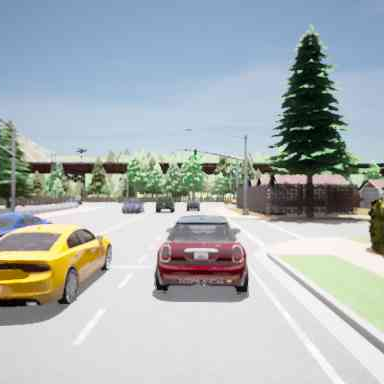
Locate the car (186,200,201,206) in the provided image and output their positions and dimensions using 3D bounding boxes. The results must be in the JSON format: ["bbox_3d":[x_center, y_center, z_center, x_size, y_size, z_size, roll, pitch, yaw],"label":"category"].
[{"bbox_3d":[0.176,1.866,46.389,1.837,1.490,4.892,0,0,1],"label":"car"}]

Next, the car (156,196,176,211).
[{"bbox_3d":[-3.345,1.552,42.319,2.150,2.045,5.566,0,0,0],"label":"car"}]

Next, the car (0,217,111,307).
[{"bbox_3d":[-3.403,1.543,8.259,1.882,1.535,5.008,0,0,0],"label":"car"}]

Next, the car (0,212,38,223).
[{"bbox_3d":[-7.085,1.577,12.703,1.882,1.535,5.008,0,0,0],"label":"car"}]

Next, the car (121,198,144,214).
[{"bbox_3d":[-7.026,1.662,39.825,2.097,1.767,4.553,0,0,0],"label":"car"}]

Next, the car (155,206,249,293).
[{"bbox_3d":[0.303,1.423,9.298,2.097,1.767,4.553,0,-1,3],"label":"car"}]
